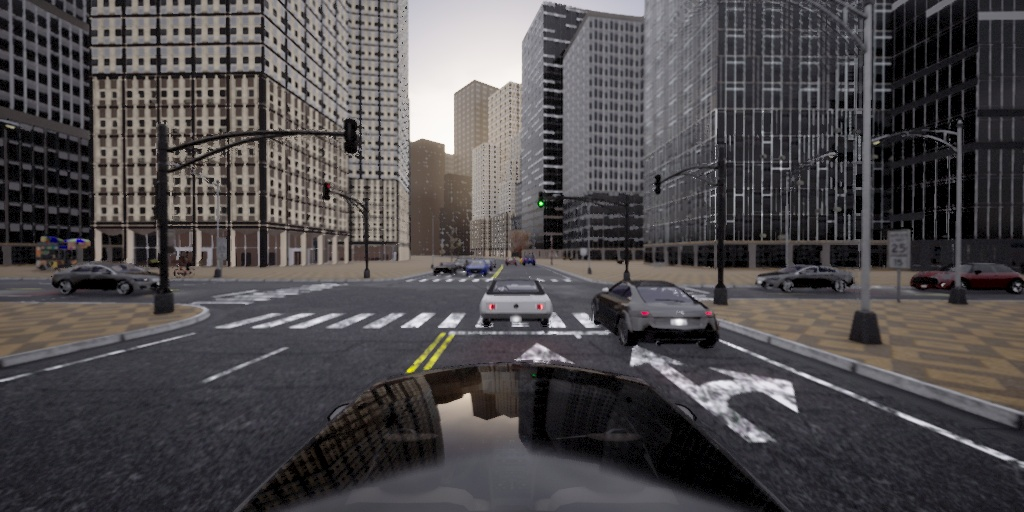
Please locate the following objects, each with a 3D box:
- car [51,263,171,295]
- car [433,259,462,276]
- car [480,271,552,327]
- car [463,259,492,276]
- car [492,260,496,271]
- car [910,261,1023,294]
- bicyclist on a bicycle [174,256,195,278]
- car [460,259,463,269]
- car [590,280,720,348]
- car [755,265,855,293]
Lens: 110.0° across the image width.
[{"bbox_3d":[-20.215,1.124,18.211,4.902,1.511,2.128,0,1,1],"label":"car"},{"bbox_3d":[-6.589,1.252,35.883,1.895,1.301,4.718,0,0,0],"label":"car"},{"bbox_3d":[0.105,1.331,11.427,1.895,1.301,4.718,0,0,0],"label":"car"},{"bbox_3d":[-3.337,1.131,35.213,1.882,1.535,5.008,0,0,0],"label":"car"},{"bbox_3d":[-3.333,1.143,44.557,1.812,1.442,4.674,0,0,0],"label":"car"},{"bbox_3d":[25.905,1.166,20.558,4.553,1.767,2.097,0,1,1],"label":"car"},{"bbox_3d":[-24.698,0.821,27.057,0.582,1.620,1.656,0,1,1],"label":"bicyclist on a bicycle"},{"bbox_3d":[-6.582,1.115,46.233,1.837,1.490,4.892,0,0,0],"label":"car"},{"bbox_3d":[3.352,1.295,9.203,1.994,1.385,4.181,0,0,0],"label":"car"},{"bbox_3d":[16.823,1.264,20.756,4.902,1.511,2.128,0,1,1],"label":"car"}]
